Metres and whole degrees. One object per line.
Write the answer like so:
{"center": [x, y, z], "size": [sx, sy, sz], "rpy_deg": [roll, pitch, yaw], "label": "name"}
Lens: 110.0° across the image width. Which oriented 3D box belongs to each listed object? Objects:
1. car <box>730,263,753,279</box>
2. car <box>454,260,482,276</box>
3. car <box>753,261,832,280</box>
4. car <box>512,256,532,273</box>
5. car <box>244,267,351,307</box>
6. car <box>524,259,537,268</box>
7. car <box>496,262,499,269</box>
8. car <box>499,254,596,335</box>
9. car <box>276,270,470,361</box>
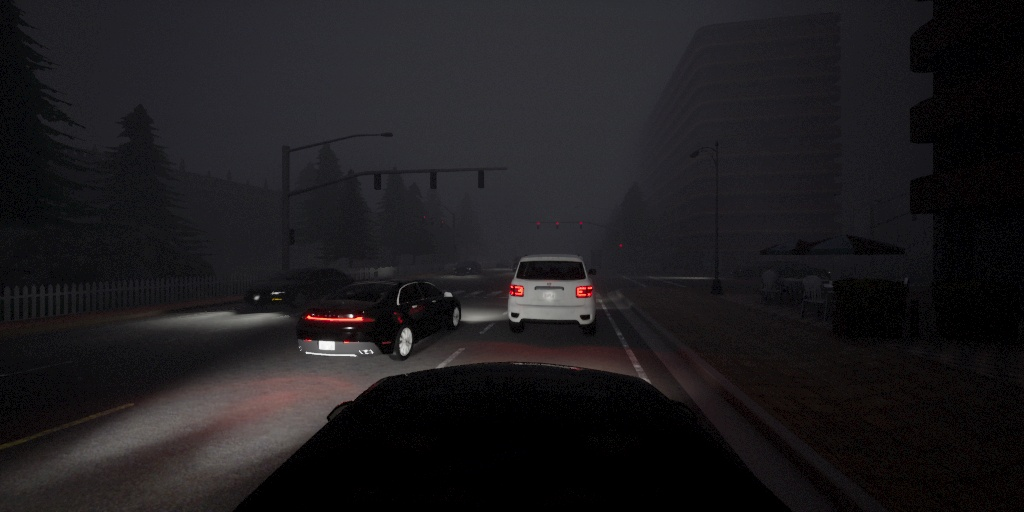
{"center": [22.456, 1.297, 32.327], "size": [4.902, 1.511, 2.128], "rpy_deg": [0, 0, 10], "label": "car"}
{"center": [-4.656, 1.232, 38.269], "size": [1.882, 1.535, 5.008], "rpy_deg": [0, 0, 10], "label": "car"}
{"center": [22.491, 1.158, 28.597], "size": [4.553, 1.767, 2.097], "rpy_deg": [0, 0, 10], "label": "car"}
{"center": [1.200, 0.983, 44.740], "size": [2.150, 2.045, 5.566], "rpy_deg": [0, 0, -2], "label": "car"}
{"center": [-8.727, 1.255, 15.231], "size": [1.837, 1.490, 4.892], "rpy_deg": [0, 0, 10], "label": "car"}
{"center": [3.303, 1.275, 63.061], "size": [1.812, 1.442, 4.674], "rpy_deg": [0, 0, 10], "label": "car"}
{"center": [-1.257, 1.276, 57.477], "size": [1.812, 1.442, 4.674], "rpy_deg": [0, 0, 10], "label": "car"}
{"center": [1.319, 0.971, 10.727], "size": [2.150, 2.045, 5.566], "rpy_deg": [0, 0, 10], "label": "car"}
{"center": [-2.662, 1.255, 8.394], "size": [1.837, 1.490, 4.892], "rpy_deg": [0, 0, 10], "label": "car"}
